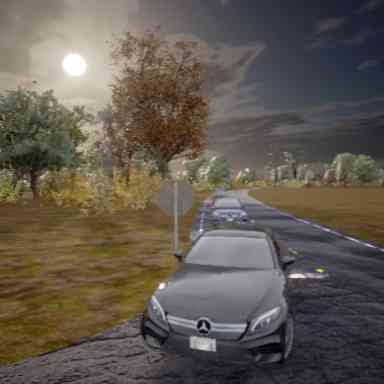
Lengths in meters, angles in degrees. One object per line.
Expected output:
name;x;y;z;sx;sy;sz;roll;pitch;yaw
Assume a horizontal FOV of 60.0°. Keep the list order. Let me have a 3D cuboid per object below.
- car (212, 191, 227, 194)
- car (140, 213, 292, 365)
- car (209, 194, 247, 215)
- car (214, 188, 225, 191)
car;2.574;0.832;31.238;1.895;1.301;4.718;0;1;4
car;0.780;1.373;5.913;1.812;1.442;4.674;0;1;16
car;1.965;1.059;18.749;1.812;1.442;4.674;0;1;2
car;3.929;0.173;47.929;2.097;1.767;4.553;0;2;5
